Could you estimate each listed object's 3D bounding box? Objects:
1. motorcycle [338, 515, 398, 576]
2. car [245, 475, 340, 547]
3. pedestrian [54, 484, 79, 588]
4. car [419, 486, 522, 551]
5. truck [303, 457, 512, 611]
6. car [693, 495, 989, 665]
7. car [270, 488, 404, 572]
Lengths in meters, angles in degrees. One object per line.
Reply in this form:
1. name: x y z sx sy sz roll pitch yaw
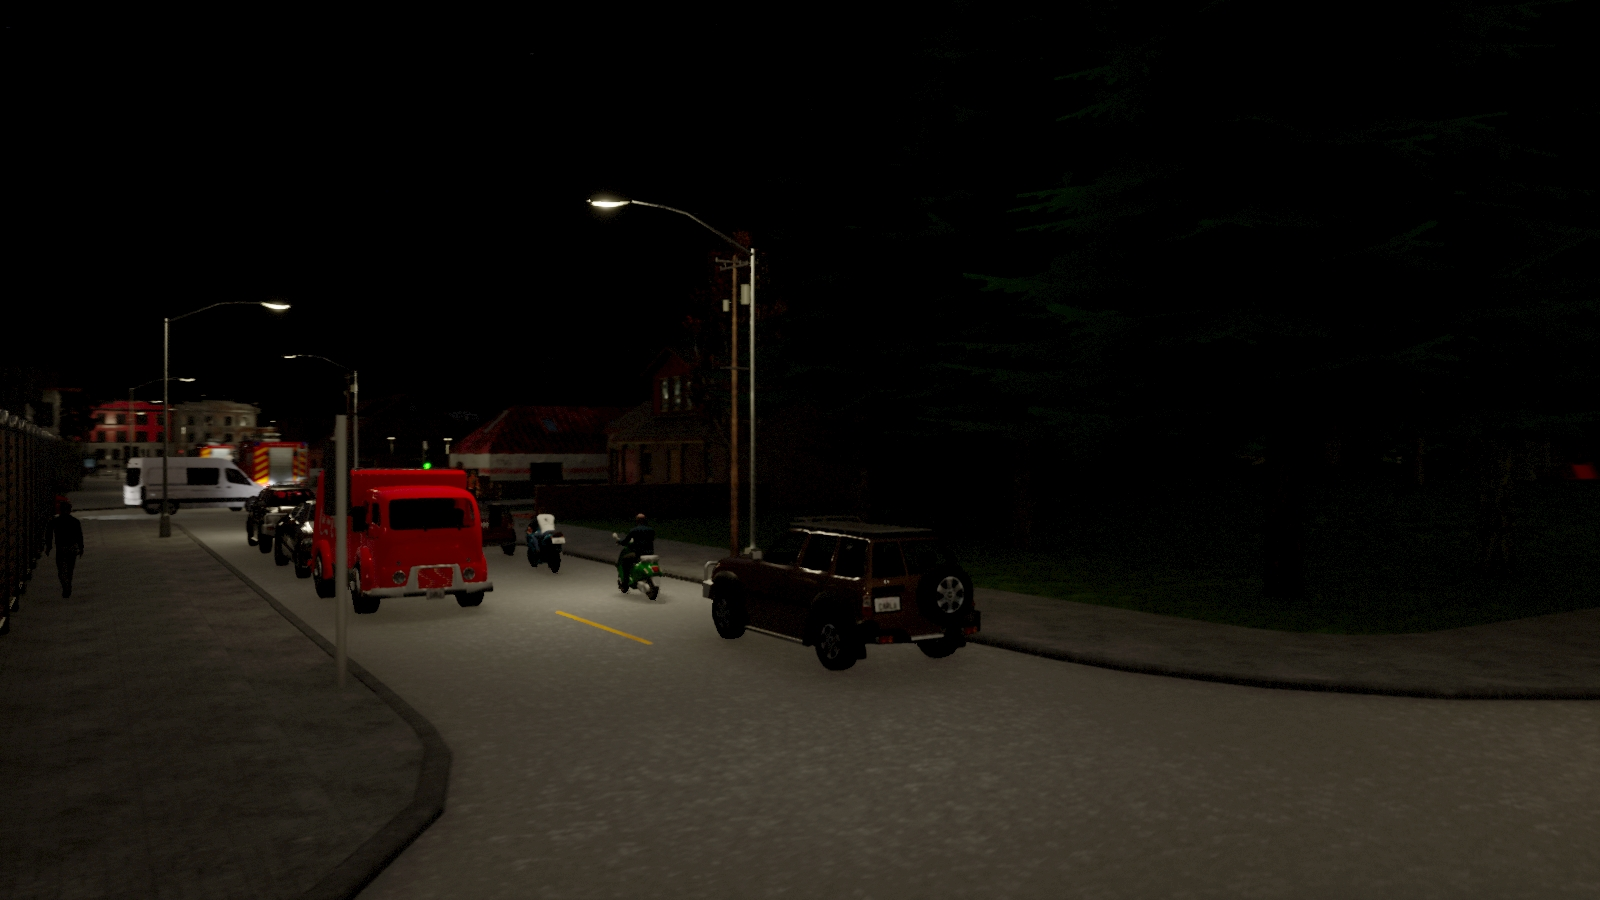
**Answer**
1. motorcycle: -9.293 2.026 24.524 0.803 1.145 2.033 0 0 -32
2. car: -14.779 1.691 33.115 1.932 1.855 4.605 0 0 -32
3. pedestrian: -13.361 1.558 20.816 0.375 1.860 0.375 0 0 -32
4. car: -9.167 1.847 31.633 1.789 1.549 3.705 0 0 -32
5. truck: -7.501 1.377 21.426 2.627 2.467 5.204 0 0 -32
6. car: 0.395 1.661 16.190 1.932 1.855 4.605 0 0 -32
7. car: -11.186 1.810 27.355 2.152 1.651 5.027 0 0 -32
